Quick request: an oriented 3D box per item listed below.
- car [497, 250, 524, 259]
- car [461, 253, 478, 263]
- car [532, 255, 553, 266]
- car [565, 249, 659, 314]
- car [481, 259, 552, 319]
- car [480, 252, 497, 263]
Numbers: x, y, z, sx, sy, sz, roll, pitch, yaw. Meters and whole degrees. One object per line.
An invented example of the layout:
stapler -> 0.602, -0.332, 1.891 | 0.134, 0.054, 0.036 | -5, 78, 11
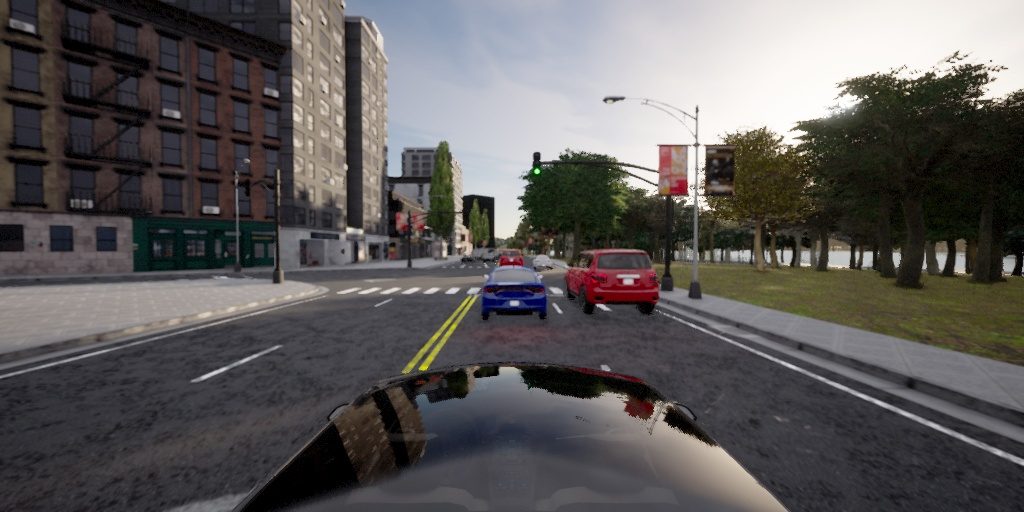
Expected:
car -> -0.059, 0.401, 35.089 | 2.150, 2.045, 5.566 | 0, 1, 0
car -> -6.815, 0.425, 55.831 | 1.895, 1.301, 4.718 | 0, 1, 0
car -> 3.180, 0.648, 38.336 | 1.812, 1.442, 4.674 | 0, 1, 0
car -> 3.303, 0.780, 12.887 | 2.150, 2.045, 5.566 | 0, 1, 0
car -> 0.051, 1.052, 12.003 | 1.882, 1.535, 5.008 | 0, 1, 0
car -> -3.566, 0.321, 56.301 | 1.837, 1.490, 4.892 | 0, 1, 0
